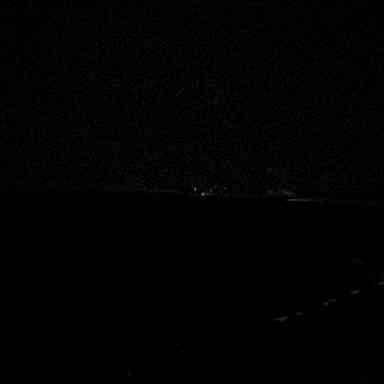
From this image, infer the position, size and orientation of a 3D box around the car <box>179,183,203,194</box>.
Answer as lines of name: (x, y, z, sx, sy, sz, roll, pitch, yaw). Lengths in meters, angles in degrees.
car: (0.092, -0.633, 63.320, 2.097, 1.767, 4.553, -4, 4, -35)

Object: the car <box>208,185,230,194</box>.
car: (5.000, -0.518, 61.257, 2.128, 1.511, 4.902, -4, 4, -35)

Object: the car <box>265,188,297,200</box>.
car: (12.228, 0.209, 46.079, 1.812, 1.442, 4.674, -4, 4, -35)
